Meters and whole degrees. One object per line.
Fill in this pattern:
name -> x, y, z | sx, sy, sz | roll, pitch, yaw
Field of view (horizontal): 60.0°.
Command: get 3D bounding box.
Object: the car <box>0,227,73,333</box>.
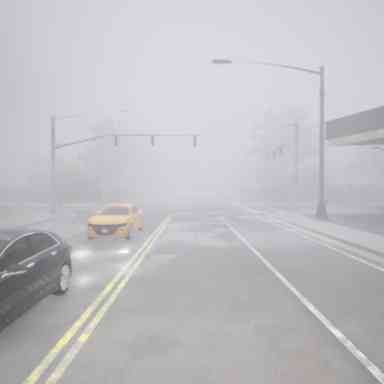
car -> -3.594, 1.443, 5.683 | 1.837, 1.490, 4.892 | 0, 1, 0

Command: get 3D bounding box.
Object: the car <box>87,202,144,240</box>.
car -> -3.561, 1.304, 16.140 | 1.882, 1.535, 5.008 | 0, 1, 0
